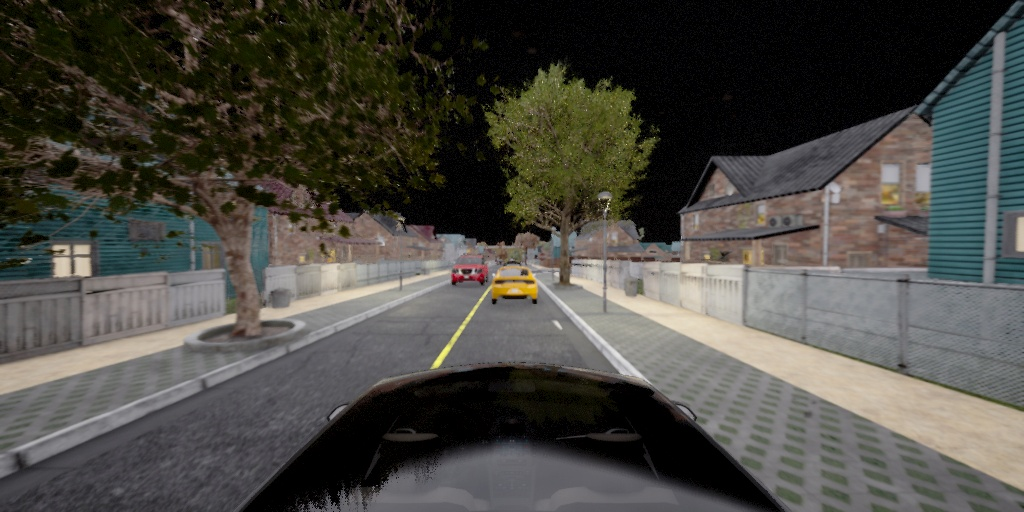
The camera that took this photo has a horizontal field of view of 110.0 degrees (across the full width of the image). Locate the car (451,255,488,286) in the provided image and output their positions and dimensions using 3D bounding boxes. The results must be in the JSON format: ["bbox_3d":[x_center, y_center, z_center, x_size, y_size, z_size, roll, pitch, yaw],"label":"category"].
[{"bbox_3d":[-2.837,0.940,25.156,2.150,2.045,5.566,0,0,0],"label":"car"}]

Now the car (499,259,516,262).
[{"bbox_3d":[0.091,1.229,30.585,1.837,1.490,4.892,0,0,0],"label":"car"}]

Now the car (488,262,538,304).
[{"bbox_3d":[0.095,1.198,16.321,1.882,1.535,5.008,0,0,0],"label":"car"}]
